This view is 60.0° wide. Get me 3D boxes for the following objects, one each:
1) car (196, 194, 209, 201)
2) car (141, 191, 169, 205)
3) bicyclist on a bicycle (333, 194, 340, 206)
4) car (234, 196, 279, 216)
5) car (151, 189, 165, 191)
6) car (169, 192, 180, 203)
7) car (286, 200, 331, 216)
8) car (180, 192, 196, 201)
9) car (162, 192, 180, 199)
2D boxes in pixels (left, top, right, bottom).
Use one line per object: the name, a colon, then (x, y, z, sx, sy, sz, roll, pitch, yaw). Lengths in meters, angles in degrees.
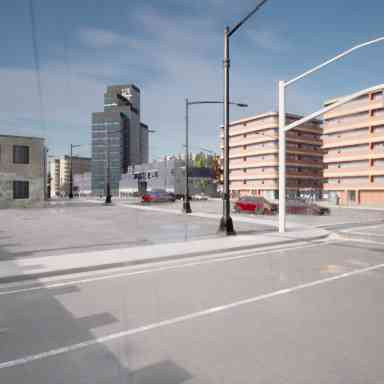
car: (1.042, 0.959, 63.344, 1.895, 1.301, 4.718, 0, 1, -34)
car: (-5.705, 0.989, 48.253, 1.882, 1.535, 5.008, 0, 1, -34)
bicyclist on a bicycle: (20.042, 1.094, 45.989, 1.656, 1.620, 0.582, 0, 1, -34)
car: (6.054, 1.207, 31.030, 2.097, 1.767, 4.553, 0, 1, -34)
car: (-7.497, 0.334, 69.631, 2.150, 2.045, 5.566, 0, 1, -34)
car: (-4.600, 1.003, 52.855, 2.033, 1.411, 5.357, 0, 1, -34)
car: (10.175, 1.426, 31.202, 2.033, 1.411, 5.357, 0, 1, -34)
car: (-1.842, 0.862, 61.459, 1.837, 1.490, 4.892, 0, 1, -34)
car: (-4.592, 0.661, 71.584, 1.994, 1.385, 4.181, 0, 1, -34)
